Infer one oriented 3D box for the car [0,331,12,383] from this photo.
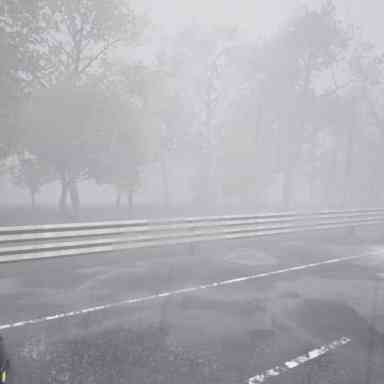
[{"bbox_3d":[-3.930,1.564,2.838,4.181,1.385,1.994,0,0,-35],"label":"car"}]
